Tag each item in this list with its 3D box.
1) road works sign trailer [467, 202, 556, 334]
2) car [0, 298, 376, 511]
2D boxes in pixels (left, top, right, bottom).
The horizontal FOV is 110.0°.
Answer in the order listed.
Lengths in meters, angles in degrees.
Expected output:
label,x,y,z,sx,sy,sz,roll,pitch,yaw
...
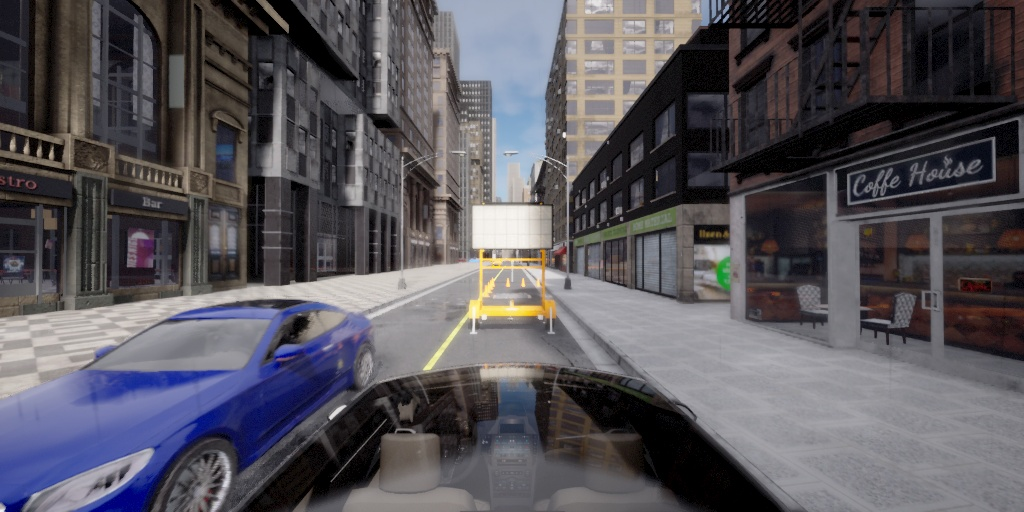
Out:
label,x,y,z,sx,sy,sz,roll,pitch,yaw
road works sign trailer,0.011,0.216,10.613,2.380,3.560,2.880,0,0,0
car,-3.084,1.276,4.065,1.812,1.442,4.674,0,0,0
